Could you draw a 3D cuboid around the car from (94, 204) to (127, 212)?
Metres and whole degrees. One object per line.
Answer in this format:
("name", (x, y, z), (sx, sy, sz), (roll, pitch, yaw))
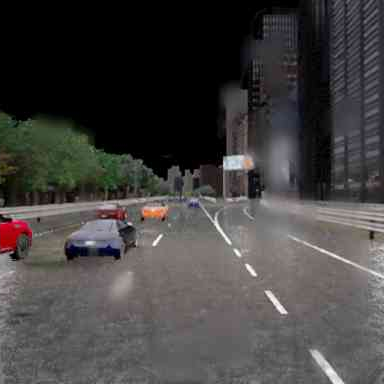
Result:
("car", (-6.830, 1.737, 28.177), (1.882, 1.535, 5.008), (0, -1, 0))

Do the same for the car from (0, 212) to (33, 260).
("car", (-6.889, 1.312, 9.758), (2.150, 2.045, 5.566), (0, 0, 0))

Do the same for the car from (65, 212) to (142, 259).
("car", (-3.378, 1.685, 13.074), (1.994, 1.385, 4.181), (0, -1, 0))

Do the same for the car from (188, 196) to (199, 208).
("car", (0.290, 2.014, 59.245), (1.882, 1.535, 5.008), (0, 0, 0))

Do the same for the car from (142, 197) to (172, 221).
("car", (-3.320, 1.634, 30.632), (2.097, 1.767, 4.553), (0, -1, 0))

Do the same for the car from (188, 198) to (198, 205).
("car", (0.249, 2.204, 79.042), (2.128, 1.511, 4.902), (0, 0, 0))
